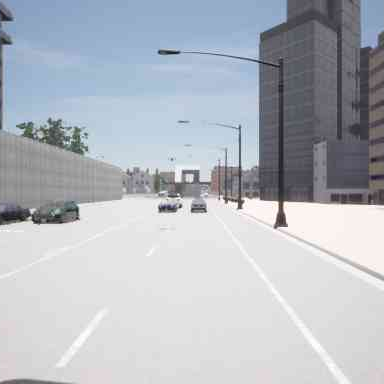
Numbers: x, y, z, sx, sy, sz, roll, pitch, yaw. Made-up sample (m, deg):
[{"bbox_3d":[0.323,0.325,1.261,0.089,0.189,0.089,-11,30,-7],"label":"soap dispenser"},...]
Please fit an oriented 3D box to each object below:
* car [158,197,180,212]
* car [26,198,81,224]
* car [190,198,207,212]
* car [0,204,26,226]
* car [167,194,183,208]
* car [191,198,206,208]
[{"bbox_3d":[-2.720,1.618,38.239,1.895,1.301,4.718,0,0,1],"label":"car"},{"bbox_3d":[-10.067,1.362,24.934,2.097,1.767,4.553,0,0,1],"label":"car"},{"bbox_3d":[0.787,1.564,38.383,2.033,1.411,5.357,0,0,1],"label":"car"},{"bbox_3d":[-13.600,1.558,23.810,2.033,1.411,5.357,0,0,2],"label":"car"},{"bbox_3d":[-2.555,1.242,48.053,2.150,2.045,5.566,0,0,1],"label":"car"},{"bbox_3d":[0.965,1.569,49.004,2.033,1.411,5.357,0,0,2],"label":"car"}]
